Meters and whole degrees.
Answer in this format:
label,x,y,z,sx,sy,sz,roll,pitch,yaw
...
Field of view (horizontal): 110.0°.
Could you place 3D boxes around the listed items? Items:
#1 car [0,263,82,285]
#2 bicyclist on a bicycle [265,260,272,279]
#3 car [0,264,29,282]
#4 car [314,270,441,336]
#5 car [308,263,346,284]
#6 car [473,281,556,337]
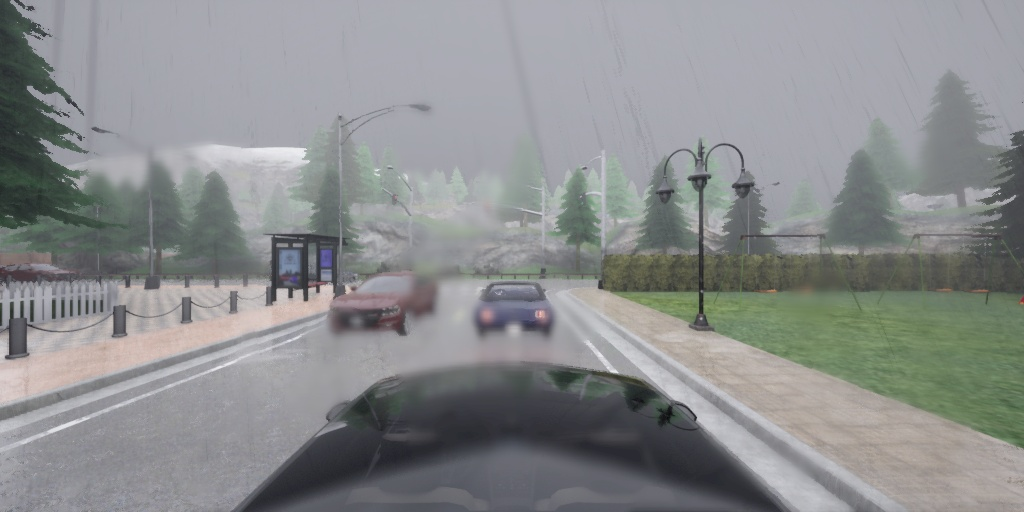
label,x,y,z,sx,sy,sz,roll,pitch,yaw
car,-33.451,1.243,25.274,5.008,1.535,1.882,0,0,1
bicyclist on a bicycle,-21.621,1.219,32.239,0.582,1.620,1.656,0,0,0
car,-42.369,1.329,28.919,4.181,1.385,1.994,0,0,0
car,-3.473,1.227,10.662,1.882,1.535,5.008,0,0,1
car,-13.310,1.256,25.074,4.902,1.511,2.128,0,0,0
car,0.076,1.351,10.235,1.895,1.301,4.718,0,0,0
